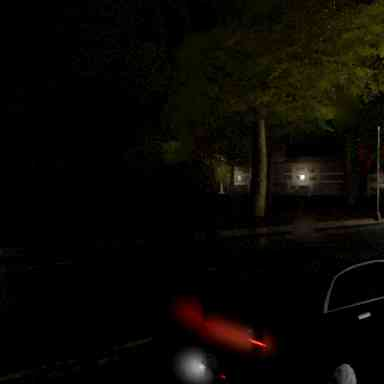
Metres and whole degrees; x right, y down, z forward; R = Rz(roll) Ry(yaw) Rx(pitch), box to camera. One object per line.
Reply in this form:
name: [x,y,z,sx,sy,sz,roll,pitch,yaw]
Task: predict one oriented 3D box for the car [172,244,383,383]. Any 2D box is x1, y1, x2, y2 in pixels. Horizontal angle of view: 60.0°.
car: [2.073,1.508,4.652,4.892,1.490,1.837,0,0,-33]
